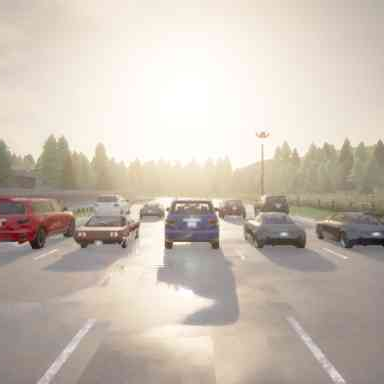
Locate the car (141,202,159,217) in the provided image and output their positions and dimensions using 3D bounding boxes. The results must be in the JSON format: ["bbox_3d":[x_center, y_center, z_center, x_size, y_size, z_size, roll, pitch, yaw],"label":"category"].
[{"bbox_3d":[-3.500,1.572,29.650,1.994,1.385,4.181,0,0,0],"label":"car"}]

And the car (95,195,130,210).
[{"bbox_3d":[-7.000,1.258,29.680,2.150,2.045,5.566,0,0,0],"label":"car"}]

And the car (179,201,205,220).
[{"bbox_3d":[0.000,1.563,29.650,2.033,1.411,5.357,0,0,0],"label":"car"}]

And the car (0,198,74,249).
[{"bbox_3d":[-7.000,1.258,14.680,2.150,2.045,5.566,0,0,0],"label":"car"}]

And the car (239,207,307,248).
[{"bbox_3d":[3.500,1.572,14.650,1.994,1.385,4.181,0,0,0],"label":"car"}]

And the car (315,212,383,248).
[{"bbox_3d":[7.000,1.572,14.650,1.994,1.385,4.181,0,0,0],"label":"car"}]

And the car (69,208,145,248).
[{"bbox_3d":[-3.500,1.616,14.680,1.895,1.301,4.718,0,0,0],"label":"car"}]

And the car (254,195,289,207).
[{"bbox_3d":[7.000,1.258,29.680,2.150,2.045,5.566,0,0,0],"label":"car"}]

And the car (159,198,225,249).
[{"bbox_3d":[0.000,1.258,14.680,2.150,2.045,5.566,0,0,0],"label":"car"}]

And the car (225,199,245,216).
[{"bbox_3d":[3.500,1.366,29.620,2.097,1.767,4.553,0,0,0],"label":"car"}]
